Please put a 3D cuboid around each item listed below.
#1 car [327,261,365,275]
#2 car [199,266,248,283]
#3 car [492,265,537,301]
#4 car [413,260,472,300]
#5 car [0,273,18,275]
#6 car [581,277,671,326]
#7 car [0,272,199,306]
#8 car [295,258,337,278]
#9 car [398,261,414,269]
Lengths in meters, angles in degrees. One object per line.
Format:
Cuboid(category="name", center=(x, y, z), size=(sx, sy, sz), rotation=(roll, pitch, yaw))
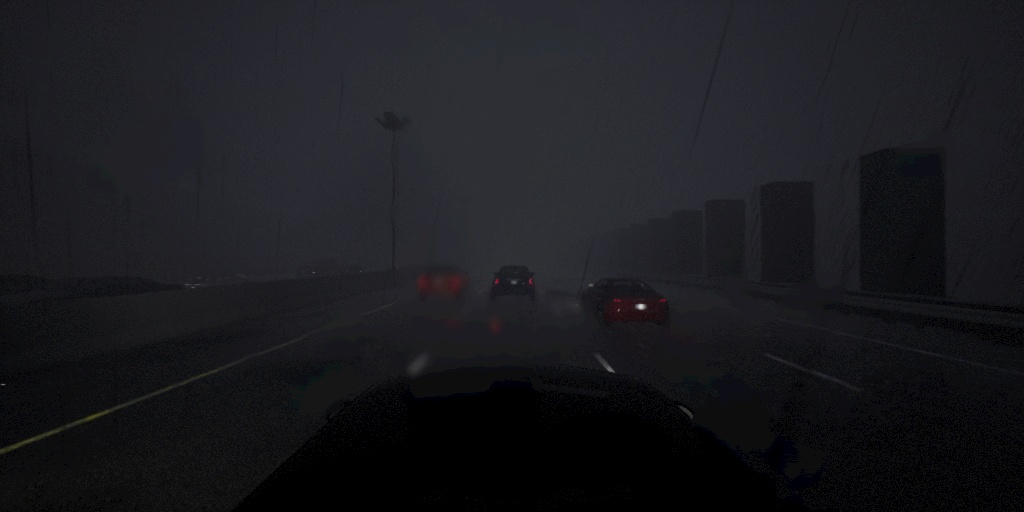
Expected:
Cuboid(category="car", center=(-17.166, 1.548, 37.899), size=(1.812, 1.442, 4.674), rotation=(0, -1, 2))
Cuboid(category="car", center=(-24.381, 1.527, 29.983), size=(1.994, 1.385, 4.181), rotation=(0, 0, 1))
Cuboid(category="car", center=(0.116, 1.227, 18.436), size=(2.097, 1.767, 4.553), rotation=(0, 0, 1))
Cuboid(category="car", center=(-3.362, 1.230, 18.733), size=(2.097, 1.767, 4.553), rotation=(0, 0, 0))
Cuboid(category="car", center=(-17.585, 1.331, 11.628), size=(1.837, 1.490, 4.892), rotation=(0, -1, 0))
Cuboid(category="car", center=(3.602, 1.392, 12.014), size=(1.994, 1.385, 4.181), rotation=(0, 0, 0))
Cuboid(category="car", center=(-14.090, 1.376, 12.145), size=(2.033, 1.411, 5.357), rotation=(0, 0, 0))
Cuboid(category="car", center=(-20.673, 1.250, 38.428), size=(2.150, 2.045, 5.566), rotation=(0, -1, 2))
Cuboid(category="car", center=(-13.443, 1.704, 48.703), size=(1.895, 1.301, 4.718), rotation=(0, 0, 1))
